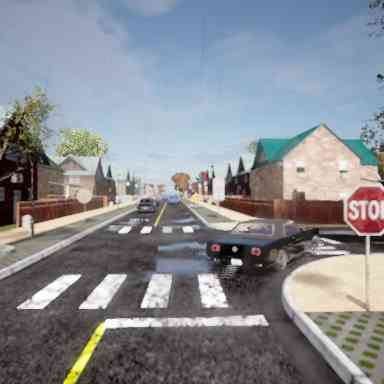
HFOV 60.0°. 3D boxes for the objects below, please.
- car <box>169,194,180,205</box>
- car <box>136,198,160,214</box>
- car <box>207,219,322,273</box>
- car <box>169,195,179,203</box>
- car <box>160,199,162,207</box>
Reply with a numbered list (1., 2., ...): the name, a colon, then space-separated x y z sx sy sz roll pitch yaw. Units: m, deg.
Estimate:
1. car: -3.018 1.411 56.319 2.033 1.411 5.357 0 0 -3
2. car: -4.572 1.362 33.969 1.837 1.490 4.892 0 0 -3
3. car: 2.519 1.505 10.512 1.895 1.301 4.718 -2 0 37
4. car: -3.658 1.361 66.092 1.882 1.535 5.008 0 0 -3
5. car: -5.420 1.456 48.235 1.895 1.301 4.718 0 0 -3
